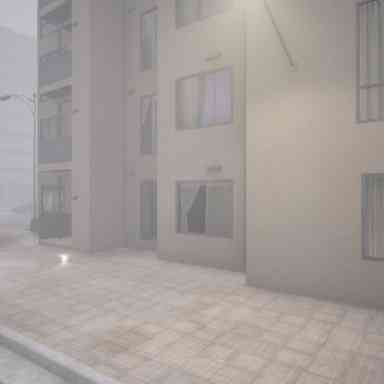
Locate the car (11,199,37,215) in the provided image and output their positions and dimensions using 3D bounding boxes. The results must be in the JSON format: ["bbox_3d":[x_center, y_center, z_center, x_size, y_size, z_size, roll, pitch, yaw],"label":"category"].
[{"bbox_3d":[-15.639,1.504,33.709,1.837,1.490,4.892,0,0,35],"label":"car"}]
